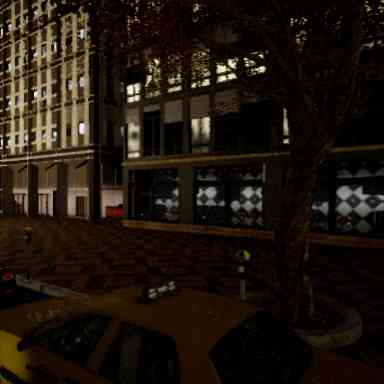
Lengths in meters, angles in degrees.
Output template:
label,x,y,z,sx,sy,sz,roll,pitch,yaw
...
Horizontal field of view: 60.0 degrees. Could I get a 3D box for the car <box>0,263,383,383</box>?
label,x,y,z,sx,sy,sz,roll,pitch,yaw
car,-0.517,1.527,3.240,4.829,1.417,1.752,0,0,35
